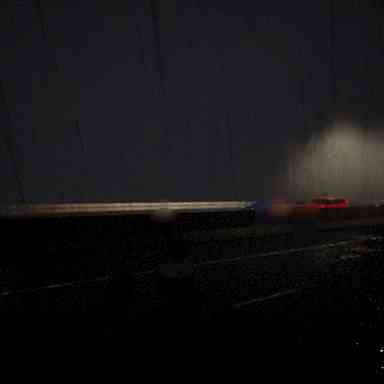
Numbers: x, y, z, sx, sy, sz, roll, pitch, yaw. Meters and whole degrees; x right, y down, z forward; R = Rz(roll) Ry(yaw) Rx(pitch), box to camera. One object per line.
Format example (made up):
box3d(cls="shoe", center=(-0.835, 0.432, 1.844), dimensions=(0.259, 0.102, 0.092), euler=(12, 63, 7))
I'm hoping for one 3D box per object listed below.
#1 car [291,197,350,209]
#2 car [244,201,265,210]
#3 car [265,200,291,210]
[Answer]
box3d(cls="car", center=(11.538, 1.462, 29.052), dimensions=(5.566, 2.045, 2.150), euler=(0, 0, -35))
box3d(cls="car", center=(7.584, 1.673, 34.827), dimensions=(5.008, 1.535, 1.882), euler=(0, 0, -35))
box3d(cls="car", center=(9.598, 1.544, 31.965), dimensions=(4.553, 1.767, 2.097), euler=(0, 0, -35))
